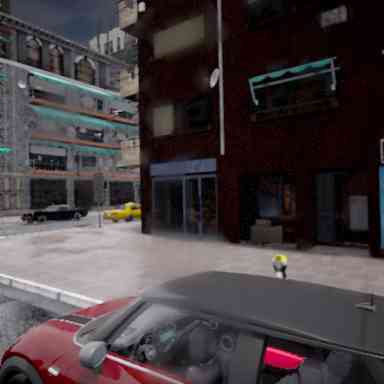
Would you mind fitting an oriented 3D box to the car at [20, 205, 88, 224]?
[{"bbox_3d":[-10.489,1.683,25.486,1.895,1.301,4.718,-2,-1,36],"label":"car"}]

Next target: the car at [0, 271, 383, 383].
[{"bbox_3d":[0.092,1.453,2.884,4.097,1.590,1.967,-1,-1,35],"label":"car"}]

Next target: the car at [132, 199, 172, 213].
[{"bbox_3d":[-4.514,1.571,37.999,1.887,1.381,4.507,-1,0,36],"label":"car"}]

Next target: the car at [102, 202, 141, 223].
[{"bbox_3d":[-4.221,1.430,24.232,1.752,1.417,4.829,-1,0,36],"label":"car"}]
